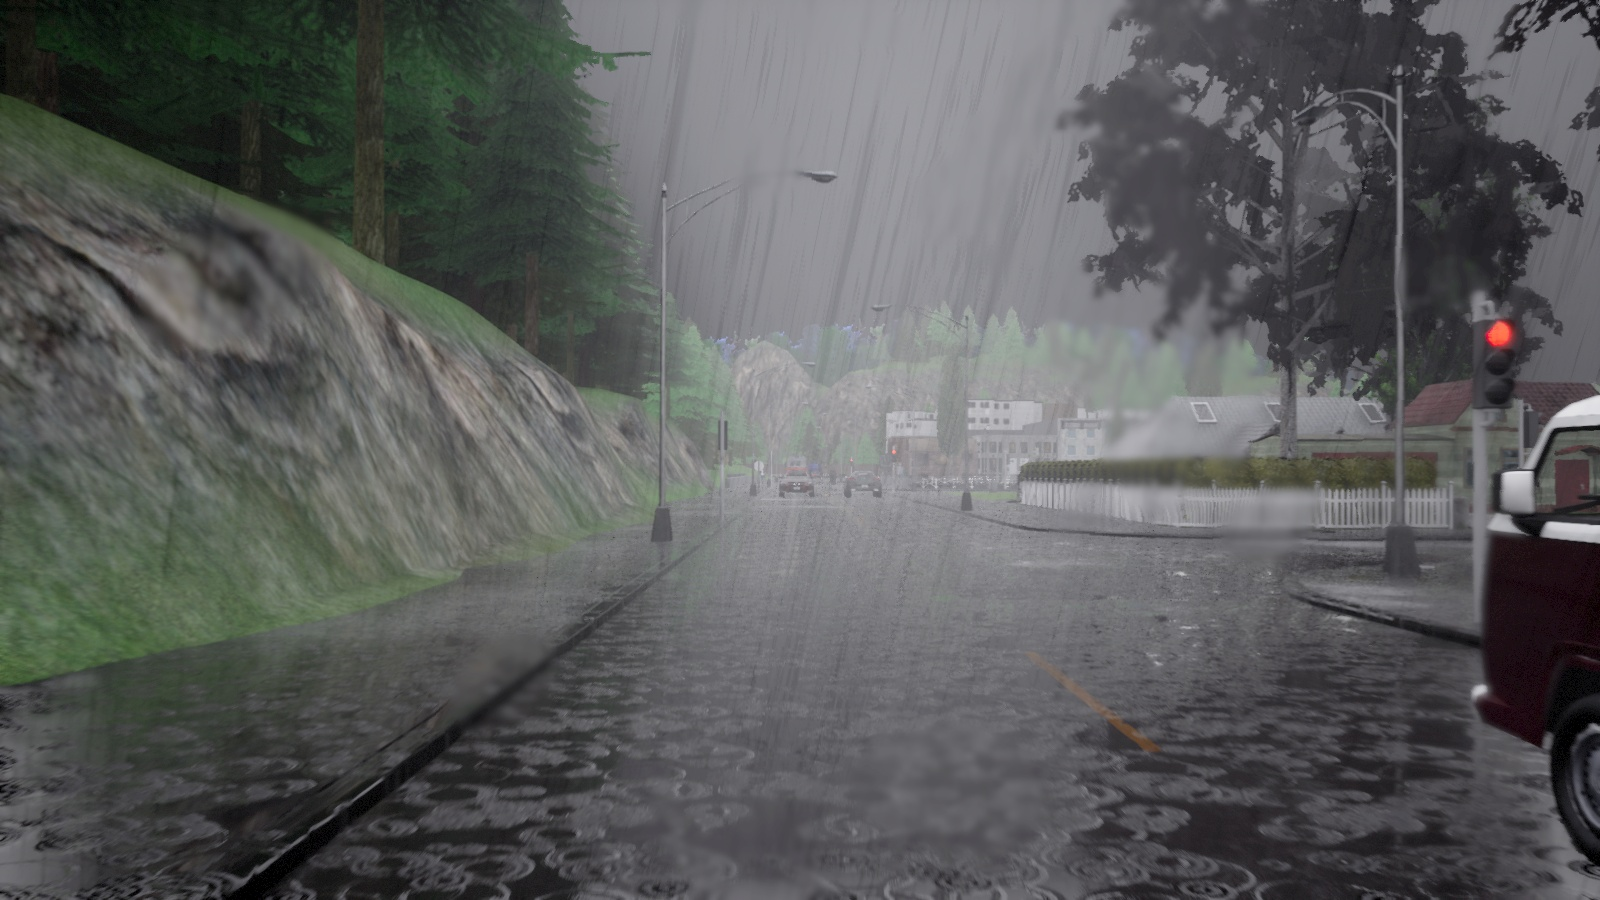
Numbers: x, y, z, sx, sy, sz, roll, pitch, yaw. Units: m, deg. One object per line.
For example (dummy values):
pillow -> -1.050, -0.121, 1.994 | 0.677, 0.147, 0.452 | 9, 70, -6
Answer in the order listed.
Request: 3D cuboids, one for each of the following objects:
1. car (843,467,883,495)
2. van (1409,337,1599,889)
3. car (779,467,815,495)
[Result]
car -> 3.820, 1.861, 76.671 | 2.152, 1.651, 5.027 | 0, -1, 0
van -> 3.990, 0.586, 3.818 | 2.069, 2.038, 4.480 | 0, -1, 0
car -> -0.188, 1.900, 78.037 | 2.152, 1.651, 5.027 | 0, -1, 0
